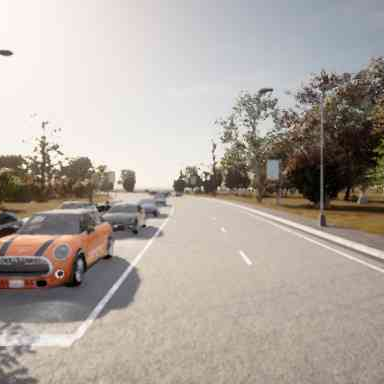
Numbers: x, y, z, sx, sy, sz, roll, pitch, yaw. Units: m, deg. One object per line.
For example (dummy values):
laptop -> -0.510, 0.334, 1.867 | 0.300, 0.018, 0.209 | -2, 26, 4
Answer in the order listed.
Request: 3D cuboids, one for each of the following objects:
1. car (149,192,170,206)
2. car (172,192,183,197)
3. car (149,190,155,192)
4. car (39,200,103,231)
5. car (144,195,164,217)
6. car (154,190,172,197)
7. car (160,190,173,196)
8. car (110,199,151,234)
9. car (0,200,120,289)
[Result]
car -> -4.175, 1.078, 42.980 | 2.033, 1.411, 5.357 | 0, 1, -3
car -> -3.872, 0.534, 82.204 | 1.895, 1.301, 4.718 | 0, 1, -18
car -> -10.421, 0.163, 90.586 | 1.882, 1.535, 5.008 | 0, 1, -22
car -> -7.137, 1.314, 20.247 | 2.128, 1.511, 4.902 | 0, 1, 0
car -> -3.710, 1.260, 28.181 | 1.812, 1.442, 4.674 | 0, 1, 0
car -> -7.127, 0.430, 80.898 | 1.882, 1.535, 5.008 | 0, 1, -18
car -> -7.186, 0.208, 91.925 | 2.033, 1.411, 5.357 | 0, 1, -22
car -> -3.629, 1.347, 18.224 | 1.837, 1.490, 4.892 | 0, 1, 0
car -> -3.608, 1.276, 9.079 | 2.097, 1.767, 4.553 | 0, 0, 0
